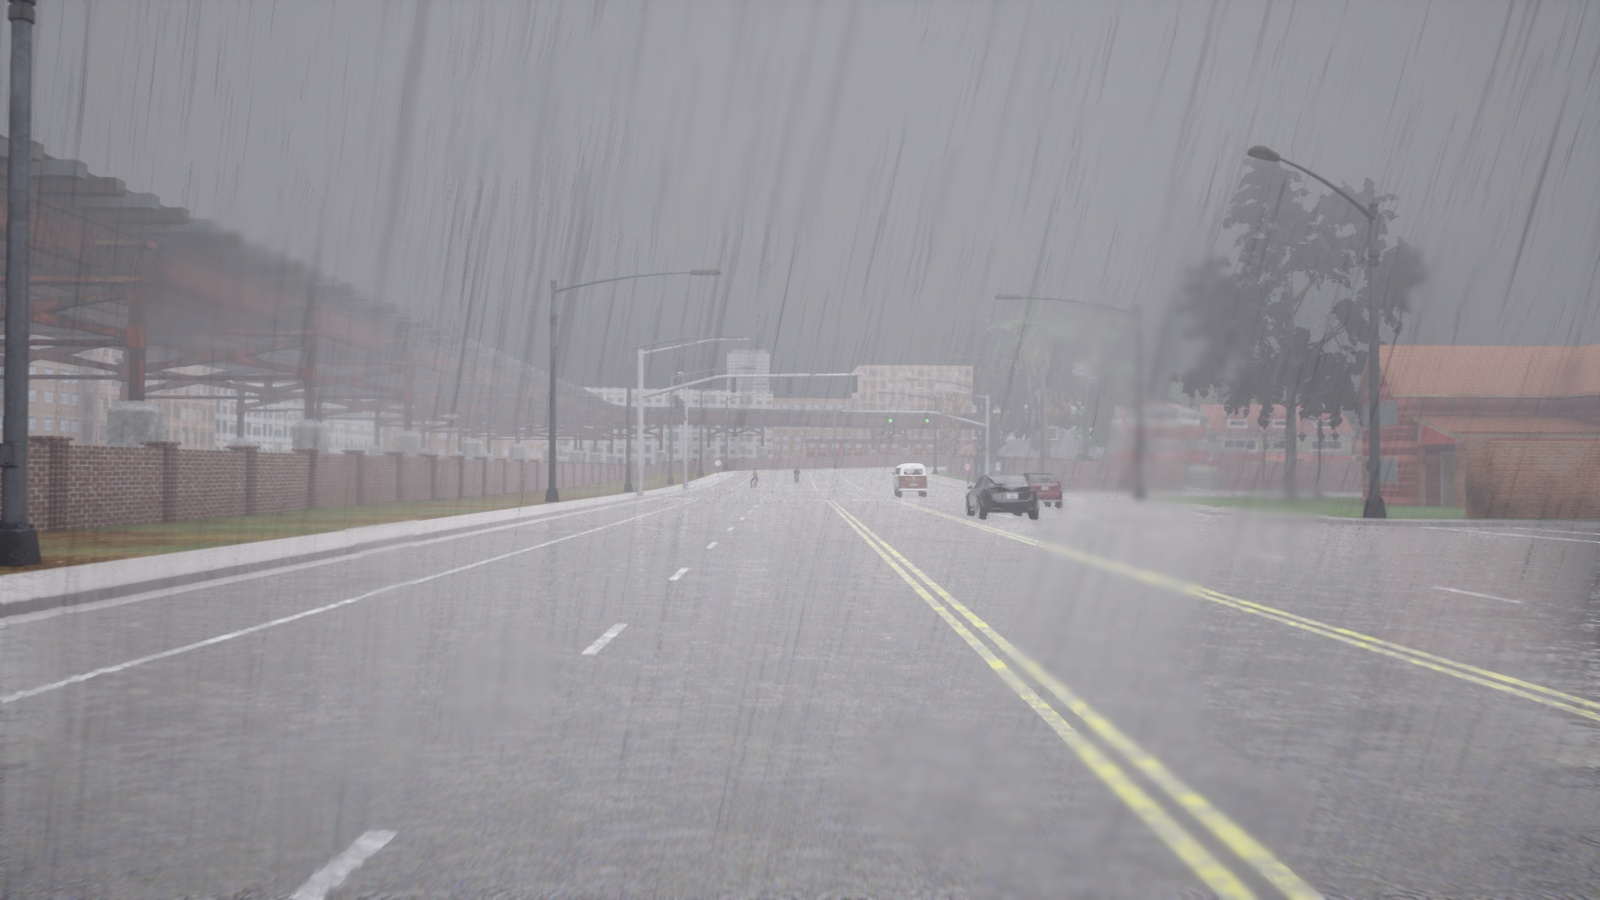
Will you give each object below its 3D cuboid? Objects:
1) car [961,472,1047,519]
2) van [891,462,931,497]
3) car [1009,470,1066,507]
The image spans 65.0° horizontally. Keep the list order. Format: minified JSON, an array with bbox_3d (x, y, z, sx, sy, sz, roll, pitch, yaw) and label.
[{"bbox_3d":[6.861,1.503,42.790,2.163,1.488,4.792,0,-1,0],"label":"car"},{"bbox_3d":[6.801,1.803,77.449,2.069,2.038,4.480,0,-1,0],"label":"van"},{"bbox_3d":[10.359,1.671,54.928,1.789,1.549,3.705,0,-1,0],"label":"car"}]
